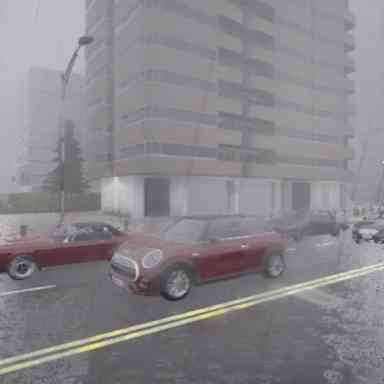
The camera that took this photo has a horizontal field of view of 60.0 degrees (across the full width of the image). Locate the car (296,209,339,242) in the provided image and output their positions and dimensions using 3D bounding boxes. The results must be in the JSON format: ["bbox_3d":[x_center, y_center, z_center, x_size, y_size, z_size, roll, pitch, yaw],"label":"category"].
[{"bbox_3d":[5.781,1.567,16.708,5.357,1.411,2.033,0,0,-35],"label":"car"}]

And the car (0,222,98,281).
[{"bbox_3d":[-3.568,1.605,10.046,4.718,1.301,1.895,0,0,-35],"label":"car"}]

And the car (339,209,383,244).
[{"bbox_3d":[8.982,1.513,14.687,4.902,1.511,2.128,0,0,-35],"label":"car"}]

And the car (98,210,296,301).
[{"bbox_3d":[0.264,1.359,8.481,4.553,1.767,2.097,0,0,-35],"label":"car"}]
